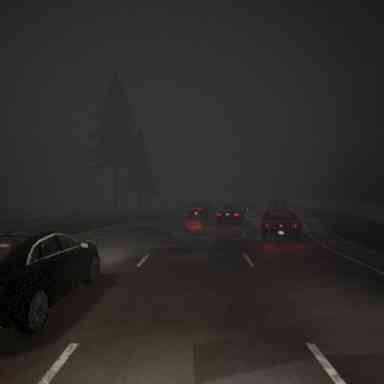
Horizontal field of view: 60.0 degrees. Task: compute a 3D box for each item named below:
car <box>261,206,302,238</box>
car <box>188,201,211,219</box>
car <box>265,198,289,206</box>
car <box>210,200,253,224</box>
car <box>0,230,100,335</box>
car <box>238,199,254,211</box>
[{"bbox_3d":[4.711,1.637,17.937,1.895,1.301,4.718,0,0,13],"label":"car"},{"bbox_3d":[1.015,1.567,30.457,1.837,1.490,4.892,0,0,16],"label":"car"},{"bbox_3d":[9.898,1.432,39.036,2.097,1.767,4.553,0,0,3],"label":"car"},{"bbox_3d":[3.120,1.599,25.219,2.033,1.411,5.357,0,0,16],"label":"car"},{"bbox_3d":[-3.333,1.506,6.736,2.128,1.511,4.902,0,0,1],"label":"car"},{"bbox_3d":[6.329,1.574,40.868,2.128,1.511,4.902,0,0,-3],"label":"car"}]
